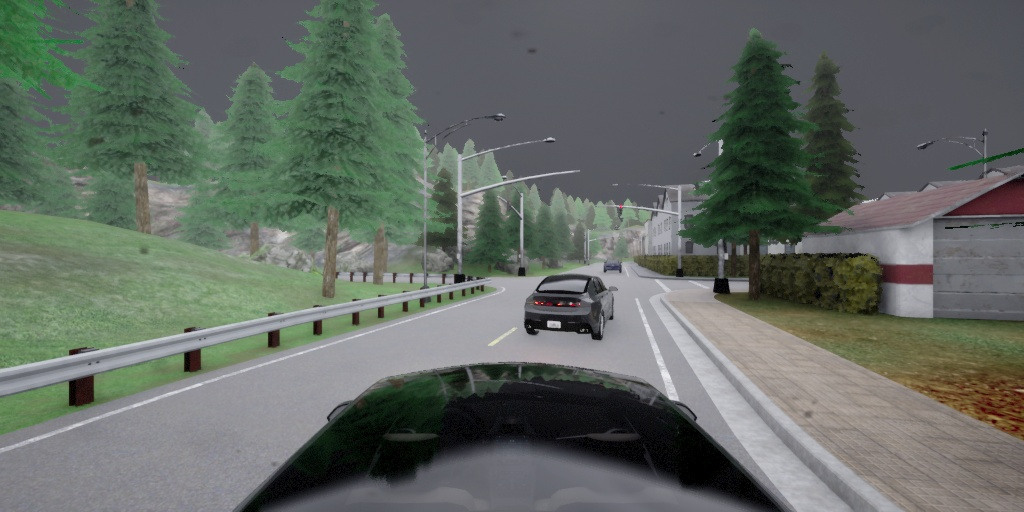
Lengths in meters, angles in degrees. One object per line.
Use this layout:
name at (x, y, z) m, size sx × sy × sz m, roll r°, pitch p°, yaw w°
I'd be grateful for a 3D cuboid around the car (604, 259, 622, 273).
car at (12.408, 1.102, 44.126) m, size 2.097 × 1.767 × 4.553 m, roll 0°, pitch 0°, yaw 17°

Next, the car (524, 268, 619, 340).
car at (1.785, 1.255, 10.130) m, size 1.837 × 1.490 × 4.892 m, roll 0°, pitch 0°, yaw 21°
